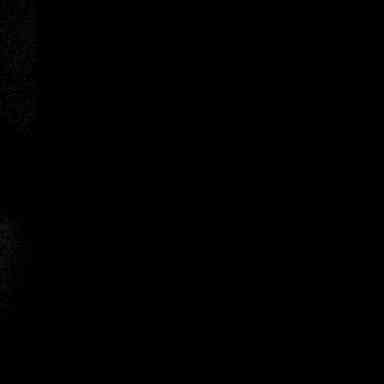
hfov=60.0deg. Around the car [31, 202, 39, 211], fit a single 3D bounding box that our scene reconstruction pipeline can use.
[{"bbox_3d":[-16.391,1.406,38.909,1.812,1.442,4.674,-2,0,35],"label":"car"}]
